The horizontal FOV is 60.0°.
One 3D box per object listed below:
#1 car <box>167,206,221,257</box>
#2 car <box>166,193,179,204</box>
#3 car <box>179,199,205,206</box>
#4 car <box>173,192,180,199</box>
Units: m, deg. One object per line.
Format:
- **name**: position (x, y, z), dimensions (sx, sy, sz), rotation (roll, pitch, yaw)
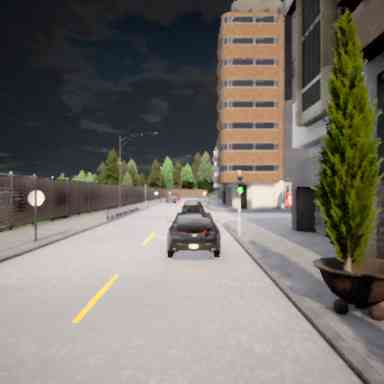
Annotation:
- **car**: position (0.068, 1.495, 12.936), dimensions (1.837, 1.490, 4.892), rotation (0, -1, 0)
- **car**: position (-3.983, 1.485, 63.843), dimensions (1.812, 1.442, 4.674), rotation (0, 0, 1)
- **car**: position (0.085, 1.459, 29.300), dimensions (1.882, 1.535, 5.008), rotation (0, 0, 0)
- **car**: position (-3.954, 1.113, 79.338), dimensions (2.150, 2.045, 5.566), rotation (0, 0, 0)
